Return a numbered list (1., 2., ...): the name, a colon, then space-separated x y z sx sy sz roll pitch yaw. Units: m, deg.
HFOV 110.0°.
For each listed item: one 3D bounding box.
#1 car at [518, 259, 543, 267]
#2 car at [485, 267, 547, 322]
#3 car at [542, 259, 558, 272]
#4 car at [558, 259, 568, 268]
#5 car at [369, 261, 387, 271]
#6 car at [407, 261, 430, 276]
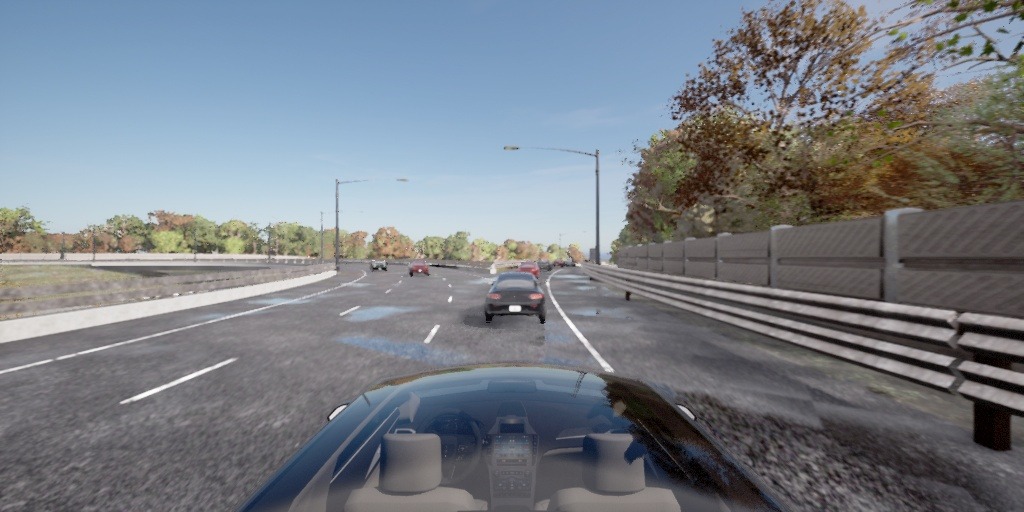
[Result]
1. car: 1.410 1.229 30.026 1.812 1.442 4.674 0 0 7
2. car: 0.143 1.260 12.023 1.812 1.442 4.674 0 0 2
3. car: 4.152 1.162 45.391 2.128 1.511 4.902 0 0 12
4. car: 7.804 1.222 60.476 1.812 1.442 4.674 0 -1 15
5. car: -17.949 1.336 47.980 1.895 1.301 4.718 0 0 -26
6. car: -9.703 1.252 37.230 1.812 1.442 4.674 0 0 -19
